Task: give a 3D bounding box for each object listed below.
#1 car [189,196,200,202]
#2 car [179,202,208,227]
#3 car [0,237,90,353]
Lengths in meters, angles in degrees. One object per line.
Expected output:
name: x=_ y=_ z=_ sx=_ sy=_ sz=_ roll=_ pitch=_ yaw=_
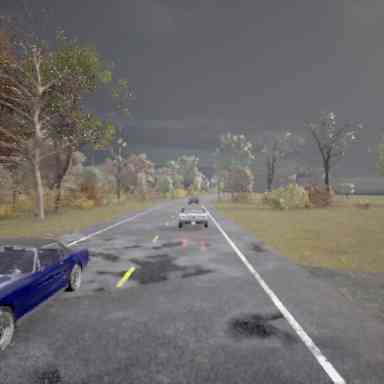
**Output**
car: x=0.498 y=1.568 z=64.919 sx=1.837 sy=1.490 sz=4.892 roll=0 pitch=-1 yaw=2
car: x=0.091 y=1.624 z=22.994 sx=1.895 sy=1.301 sz=4.718 roll=0 pitch=0 yaw=0
car: x=-3.531 y=1.607 z=6.196 sx=1.895 sy=1.301 sz=4.718 roll=0 pitch=0 yaw=1
